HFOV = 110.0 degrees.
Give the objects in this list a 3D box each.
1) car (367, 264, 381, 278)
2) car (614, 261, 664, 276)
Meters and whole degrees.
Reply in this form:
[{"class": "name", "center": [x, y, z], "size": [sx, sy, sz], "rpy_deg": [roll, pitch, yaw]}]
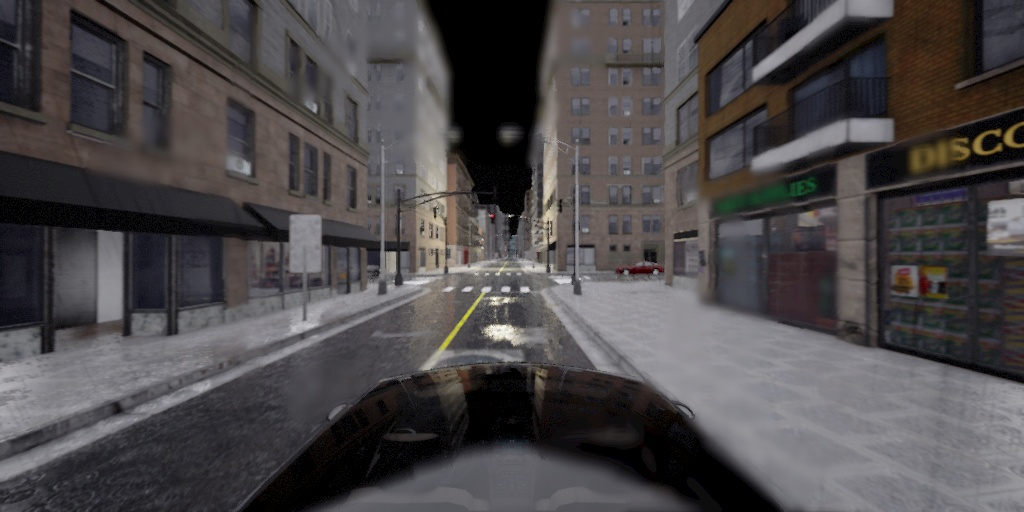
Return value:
[{"class": "car", "center": [-14.633, 1.415, 34.552], "size": [4.403, 1.370, 2.007], "rpy_deg": [0, 0, 0]}, {"class": "car", "center": [12.130, 1.150, 34.373], "size": [4.507, 1.381, 1.888], "rpy_deg": [0, 0, 0]}]
